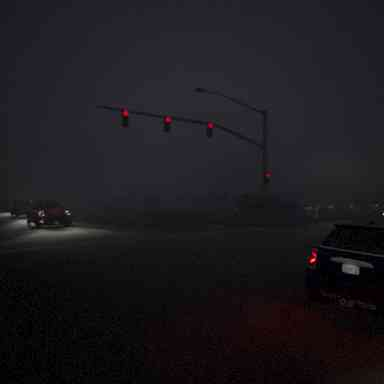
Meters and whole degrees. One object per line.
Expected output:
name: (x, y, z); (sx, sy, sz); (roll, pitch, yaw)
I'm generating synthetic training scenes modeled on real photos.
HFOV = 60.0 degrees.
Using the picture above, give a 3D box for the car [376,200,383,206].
car: (15.245, 1.446, 23.256); (4.892, 1.490, 1.837); (0, 0, -34)

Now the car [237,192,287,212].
car: (7.291, 1.094, 35.064); (1.932, 1.855, 4.605); (0, 0, -35)

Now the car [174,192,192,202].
car: (-2.017, 1.311, 68.227); (1.970, 1.475, 3.806); (0, 0, -35)

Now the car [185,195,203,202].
car: (0.357, 1.272, 69.885); (1.784, 1.438, 3.905); (0, 0, -35)

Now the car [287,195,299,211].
car: (9.694, 1.090, 36.677); (1.905, 1.878, 3.866); (0, 0, -35)

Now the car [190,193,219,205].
car: (1.906, 1.324, 52.544); (1.970, 1.475, 3.806); (0, 0, -35)

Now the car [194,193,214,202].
car: (2.527, 1.056, 71.463); (1.932, 1.855, 4.605); (0, 0, -35)

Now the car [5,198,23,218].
car: (-15.433, 1.482, 30.607); (2.128, 1.511, 4.902); (0, 0, -35)

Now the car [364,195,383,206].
car: (28.138, 1.277, 49.598); (1.970, 1.475, 3.806); (0, 0, -35)

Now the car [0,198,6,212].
car: (-21.351, 1.482, 39.031); (2.128, 1.511, 4.902); (0, 0, -35)

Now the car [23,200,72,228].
car: (-9.658, 1.342, 22.402); (2.097, 1.767, 4.553); (0, 0, -35)

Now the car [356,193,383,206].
car: (25.758, 1.045, 47.949); (1.905, 1.878, 3.866); (0, 0, -35)

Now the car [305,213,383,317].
car: (4.446, 1.335, 6.924); (4.553, 1.767, 2.097); (0, 0, -35)

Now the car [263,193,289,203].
car: (15.705, 1.042, 62.297); (1.932, 1.855, 4.605); (0, 0, -35)

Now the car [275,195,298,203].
car: (18.116, 1.246, 63.904); (1.784, 1.438, 3.905); (0, 0, -35)
